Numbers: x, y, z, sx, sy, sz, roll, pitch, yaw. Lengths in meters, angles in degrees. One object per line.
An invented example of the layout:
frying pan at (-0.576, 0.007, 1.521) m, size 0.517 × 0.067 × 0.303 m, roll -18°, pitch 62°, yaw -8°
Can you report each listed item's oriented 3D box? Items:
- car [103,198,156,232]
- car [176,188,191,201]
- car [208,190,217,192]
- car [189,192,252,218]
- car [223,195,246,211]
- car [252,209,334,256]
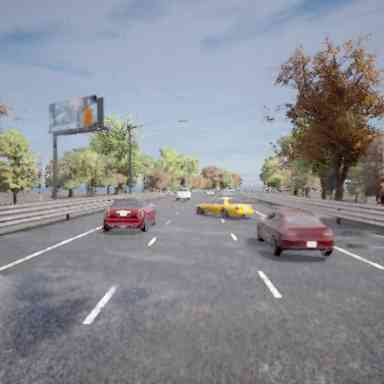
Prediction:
car at (-3.214, 1.071, 17.960) m, size 2.097 × 1.767 × 4.553 m, roll 0°, pitch 1°, yaw 1°
car at (-1.375, 0.377, 57.395) m, size 2.150 × 2.045 × 5.566 m, roll 1°, pitch 1°, yaw 5°
car at (4.846, 0.360, 87.115) m, size 1.895 × 1.301 × 4.718 m, roll 0°, pitch 1°, yaw 6°
car at (2.238, 1.076, 25.316) m, size 1.801 × 1.575 × 5.366 m, roll 0°, pitch 1°, yaw -35°
car at (4.224, 1.060, 33.920) m, size 1.994 × 1.385 × 4.181 m, roll 0°, pitch 1°, yaw 2°
car at (3.586, 1.345, 12.177) m, size 1.812 × 1.442 × 4.674 m, roll 0°, pitch 1°, yaw 1°
